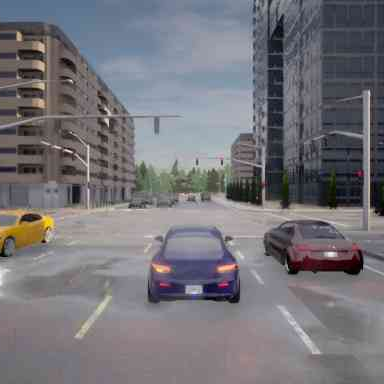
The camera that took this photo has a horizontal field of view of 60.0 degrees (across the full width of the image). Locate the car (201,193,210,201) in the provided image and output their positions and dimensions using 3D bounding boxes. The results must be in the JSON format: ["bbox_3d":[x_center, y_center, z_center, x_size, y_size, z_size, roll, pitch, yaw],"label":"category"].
[{"bbox_3d":[3.459,1.225,87.802,2.150,2.045,5.566,0,0,1],"label":"car"}]

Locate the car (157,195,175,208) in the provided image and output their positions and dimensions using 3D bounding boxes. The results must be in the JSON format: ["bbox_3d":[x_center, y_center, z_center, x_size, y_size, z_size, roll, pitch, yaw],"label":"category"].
[{"bbox_3d":[-3.989,1.352,48.984,2.097,1.767,4.553,0,0,0],"label":"car"}]

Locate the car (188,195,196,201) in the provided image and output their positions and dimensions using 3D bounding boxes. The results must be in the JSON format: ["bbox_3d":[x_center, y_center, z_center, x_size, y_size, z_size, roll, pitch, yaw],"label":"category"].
[{"bbox_3d":[-0.041,1.525,87.775,2.128,1.511,4.902,0,0,1],"label":"car"}]

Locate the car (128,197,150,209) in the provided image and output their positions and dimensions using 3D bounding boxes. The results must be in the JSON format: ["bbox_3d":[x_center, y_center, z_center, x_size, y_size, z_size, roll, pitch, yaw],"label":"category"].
[{"bbox_3d":[-7.500,1.505,46.022,1.837,1.490,4.892,0,0,1],"label":"car"}]

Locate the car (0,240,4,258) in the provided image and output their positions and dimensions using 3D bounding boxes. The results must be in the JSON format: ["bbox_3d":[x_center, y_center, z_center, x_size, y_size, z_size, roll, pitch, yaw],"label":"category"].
[{"bbox_3d":[-3.604,1.477,2.163,1.882,1.535,5.008,0,0,0],"label":"car"}]

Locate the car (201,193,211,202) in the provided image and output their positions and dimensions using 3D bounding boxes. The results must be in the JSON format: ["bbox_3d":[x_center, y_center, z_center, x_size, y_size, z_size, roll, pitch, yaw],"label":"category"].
[{"bbox_3d":[3.350,1.355,77.639,2.097,1.767,4.553,0,0,1],"label":"car"}]

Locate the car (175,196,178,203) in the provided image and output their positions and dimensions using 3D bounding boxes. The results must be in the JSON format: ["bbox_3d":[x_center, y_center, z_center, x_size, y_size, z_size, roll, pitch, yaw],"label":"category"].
[{"bbox_3d":[-3.935,1.526,58.471,1.812,1.442,4.674,0,0,1],"label":"car"}]

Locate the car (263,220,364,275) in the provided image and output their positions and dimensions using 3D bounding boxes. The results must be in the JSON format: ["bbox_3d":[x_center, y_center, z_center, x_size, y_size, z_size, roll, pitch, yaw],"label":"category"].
[{"bbox_3d":[3.556,1.564,10.496,1.994,1.385,4.181,0,0,0],"label":"car"}]

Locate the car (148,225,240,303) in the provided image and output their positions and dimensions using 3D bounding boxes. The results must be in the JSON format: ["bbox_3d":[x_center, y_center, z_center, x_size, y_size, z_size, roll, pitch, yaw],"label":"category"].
[{"bbox_3d":[0.047,1.526,8.073,1.812,1.442,4.674,0,0,0],"label":"car"}]

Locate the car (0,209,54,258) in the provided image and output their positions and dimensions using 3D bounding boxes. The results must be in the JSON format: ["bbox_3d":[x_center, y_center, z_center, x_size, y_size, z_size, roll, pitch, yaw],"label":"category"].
[{"bbox_3d":[-7.131,1.477,12.957,1.882,1.535,5.008,0,0,0],"label":"car"}]

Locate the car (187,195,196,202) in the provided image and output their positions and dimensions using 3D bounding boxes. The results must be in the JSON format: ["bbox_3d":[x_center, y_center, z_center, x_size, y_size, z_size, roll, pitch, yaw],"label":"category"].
[{"bbox_3d":[-0.151,1.540,77.431,2.033,1.411,5.357,0,0,1],"label":"car"}]

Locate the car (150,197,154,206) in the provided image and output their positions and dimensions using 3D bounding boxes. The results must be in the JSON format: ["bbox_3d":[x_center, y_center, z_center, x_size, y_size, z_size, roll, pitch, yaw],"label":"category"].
[{"bbox_3d":[-7.455,1.563,55.130,1.994,1.385,4.181,0,0,2],"label":"car"}]

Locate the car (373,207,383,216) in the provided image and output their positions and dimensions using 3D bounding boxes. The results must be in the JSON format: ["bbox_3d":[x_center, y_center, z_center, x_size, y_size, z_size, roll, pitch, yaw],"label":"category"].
[{"bbox_3d":[19.459,1.656,30.678,4.718,1.301,1.895,0,0,0],"label":"car"}]

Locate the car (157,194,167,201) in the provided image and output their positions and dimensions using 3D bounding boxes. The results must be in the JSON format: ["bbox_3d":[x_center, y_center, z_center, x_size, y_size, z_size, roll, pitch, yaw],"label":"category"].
[{"bbox_3d":[-7.128,1.374,79.724,1.882,1.535,5.008,0,0,1],"label":"car"}]
